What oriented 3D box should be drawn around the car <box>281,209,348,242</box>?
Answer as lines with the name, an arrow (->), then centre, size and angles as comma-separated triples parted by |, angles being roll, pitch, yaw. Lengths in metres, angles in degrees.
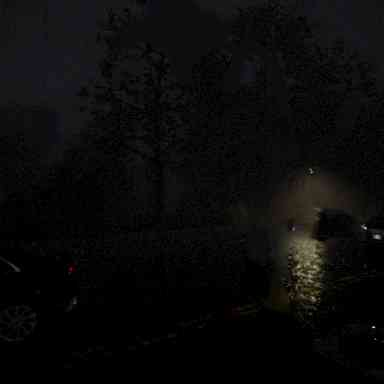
car -> 6.244, 1.514, 16.077 | 4.181, 1.385, 1.994 | 0, 0, -35

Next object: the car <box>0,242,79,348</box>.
car -> -4.170, 1.498, 4.704 | 4.892, 1.490, 1.837 | 0, 0, -35

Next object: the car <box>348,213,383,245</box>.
car -> 9.065, 1.445, 14.087 | 4.902, 1.511, 2.128 | 0, 0, -35
